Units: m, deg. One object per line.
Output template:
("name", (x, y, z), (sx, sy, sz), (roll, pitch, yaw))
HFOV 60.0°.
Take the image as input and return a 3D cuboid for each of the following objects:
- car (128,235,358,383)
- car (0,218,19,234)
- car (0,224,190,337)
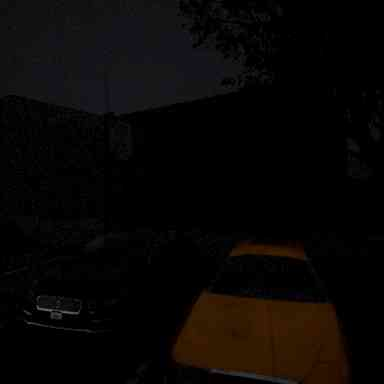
("car", (1.153, 1.480, 5.049), (1.946, 1.575, 5.366), (1, -1, 16))
("car", (-8.558, 1.528, 12.212), (2.002, 1.452, 4.674), (1, -1, 16))
("car", (-1.236, 1.487, 6.978), (2.231, 1.521, 4.892), (1, -1, 16))
